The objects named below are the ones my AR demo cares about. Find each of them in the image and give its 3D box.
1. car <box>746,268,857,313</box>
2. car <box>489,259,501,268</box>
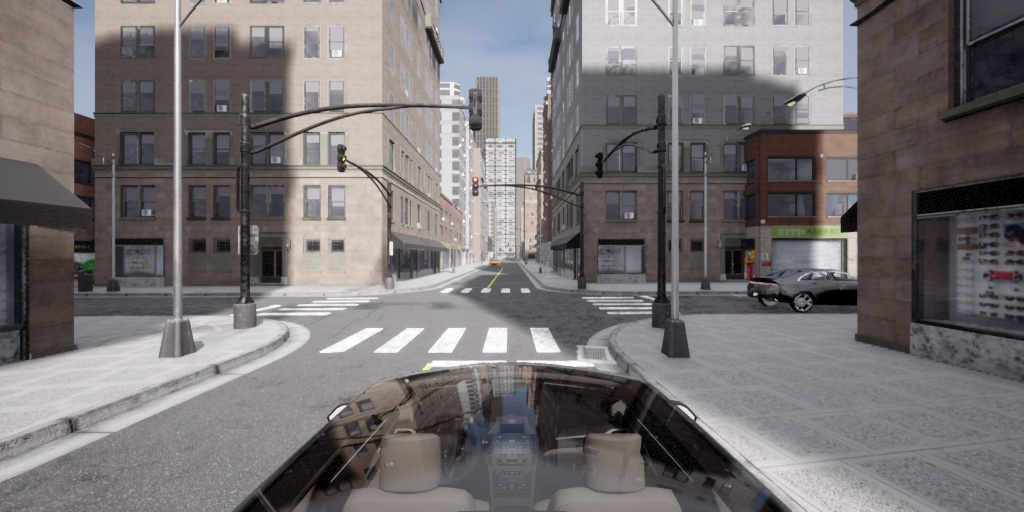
[{"bbox_3d":[11.429,1.209,13.264,4.902,1.511,2.128,0,0,0],"label":"car"},{"bbox_3d":[-2.993,1.207,62.949,1.882,1.535,5.008,0,0,0],"label":"car"}]
